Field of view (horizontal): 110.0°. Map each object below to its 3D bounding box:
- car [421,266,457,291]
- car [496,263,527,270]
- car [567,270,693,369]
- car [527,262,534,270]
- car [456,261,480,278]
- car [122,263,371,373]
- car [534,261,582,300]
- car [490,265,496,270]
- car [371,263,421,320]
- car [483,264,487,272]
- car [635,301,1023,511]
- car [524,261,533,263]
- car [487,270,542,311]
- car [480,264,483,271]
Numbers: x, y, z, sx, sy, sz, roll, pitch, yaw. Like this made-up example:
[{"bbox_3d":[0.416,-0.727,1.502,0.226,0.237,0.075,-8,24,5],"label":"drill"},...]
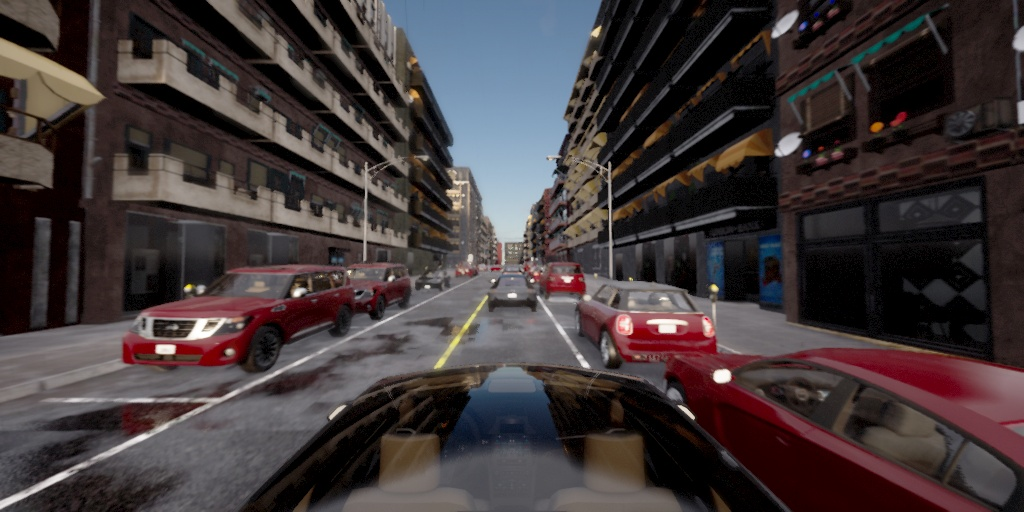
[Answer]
[{"bbox_3d":[-5.289,1.585,24.580,1.948,1.339,4.313,0,0,0],"label":"car"},{"bbox_3d":[0.047,1.584,30.359,2.128,1.511,4.902,0,-1,0],"label":"car"},{"bbox_3d":[2.583,1.261,7.920,1.967,1.591,4.097,0,0,0],"label":"car"},{"bbox_3d":[2.565,1.527,30.042,1.967,1.591,4.097,0,0,0],"label":"car"},{"bbox_3d":[-5.271,1.547,41.167,2.192,1.841,5.009,0,0,0],"label":"car"},{"bbox_3d":[-5.307,1.137,7.989,2.192,1.841,5.009,0,0,0],"label":"car"},{"bbox_3d":[2.553,1.265,18.980,2.192,1.841,5.009,0,0,0],"label":"car"},{"bbox_3d":[-2.744,2.120,61.565,1.895,1.301,4.718,0,-1,1],"label":"car"},{"bbox_3d":[-5.301,1.201,13.518,2.192,1.841,5.009,0,0,0],"label":"car"},{"bbox_3d":[-5.247,2.127,63.289,1.802,1.307,4.207,0,0,0],"label":"car"},{"bbox_3d":[2.569,1.303,2.388,1.888,1.381,4.507,0,0,0],"label":"car"},{"bbox_3d":[2.589,1.698,52.164,2.192,1.841,5.009,0,0,0],"label":"car"},{"bbox_3d":[0.032,1.472,15.339,1.994,1.385,4.181,0,-1,0],"label":"car"},{"bbox_3d":[-5.265,1.853,46.698,1.888,1.381,4.507,0,0,0],"label":"car"}]
